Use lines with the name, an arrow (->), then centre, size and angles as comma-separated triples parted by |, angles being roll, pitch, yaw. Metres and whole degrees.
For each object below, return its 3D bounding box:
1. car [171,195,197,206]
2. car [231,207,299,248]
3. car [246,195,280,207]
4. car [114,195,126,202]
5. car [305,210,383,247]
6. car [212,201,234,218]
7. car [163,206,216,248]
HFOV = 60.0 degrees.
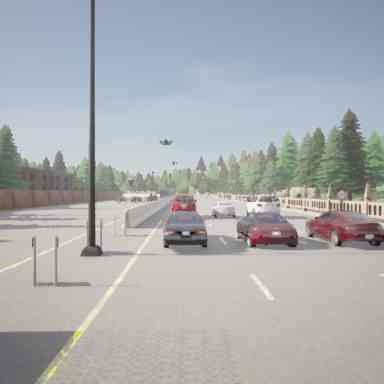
car -> -0.708, 1.255, 29.711 | 2.150, 2.045, 5.566 | 0, 0, -1
car -> 3.184, 1.570, 14.833 | 1.994, 1.385, 4.181 | 0, 0, -2
car -> 6.290, 1.255, 29.874 | 2.150, 2.045, 5.566 | 0, 0, -1
car -> -15.710, 1.476, 72.557 | 2.128, 1.511, 4.902 | 0, 0, -1
car -> 6.682, 1.530, 14.957 | 1.812, 1.442, 4.674 | 0, 0, -2
car -> 2.792, 1.530, 29.763 | 1.812, 1.442, 4.674 | 0, 0, -1
car -> -0.313, 1.560, 14.708 | 2.033, 1.411, 5.357 | 0, 0, -2
